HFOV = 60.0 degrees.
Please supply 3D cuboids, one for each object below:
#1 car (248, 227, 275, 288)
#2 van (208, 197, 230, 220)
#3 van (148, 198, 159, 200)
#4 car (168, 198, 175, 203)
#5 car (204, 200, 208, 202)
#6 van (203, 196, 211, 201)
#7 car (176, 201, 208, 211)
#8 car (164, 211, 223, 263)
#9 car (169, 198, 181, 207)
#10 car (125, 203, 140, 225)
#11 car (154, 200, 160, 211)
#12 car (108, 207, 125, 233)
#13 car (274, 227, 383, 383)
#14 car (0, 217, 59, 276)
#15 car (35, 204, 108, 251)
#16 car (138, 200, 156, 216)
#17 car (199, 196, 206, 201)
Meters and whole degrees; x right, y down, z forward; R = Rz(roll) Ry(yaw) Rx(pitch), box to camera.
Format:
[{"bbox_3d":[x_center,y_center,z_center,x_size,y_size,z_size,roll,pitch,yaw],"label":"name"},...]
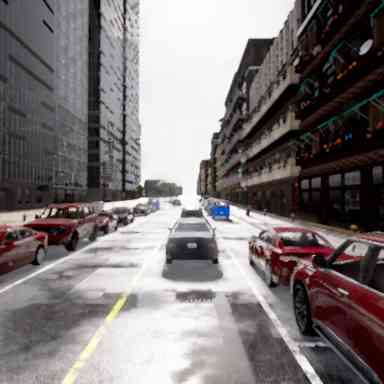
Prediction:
[{"bbox_3d":[2.699,1.643,9.404,1.887,1.381,4.507,1,-1,0],"label":"car"},{"bbox_3d":[2.704,1.664,31.990,1.690,1.788,3.998,1,-1,0],"label":"van"},{"bbox_3d":[-5.675,1.826,48.905,1.690,1.788,3.998,1,-1,0],"label":"van"},{"bbox_3d":[-5.672,2.399,93.900,1.752,1.417,4.829,1,0,0],"label":"car"},{"bbox_3d":[2.702,1.928,37.636,2.008,1.369,4.403,1,-1,0],"label":"car"},{"bbox_3d":[2.705,1.773,43.283,1.690,1.788,3.998,1,-1,0],"label":"van"},{"bbox_3d":[0.026,1.782,28.500,2.128,1.511,4.902,0,0,1],"label":"car"},{"bbox_3d":[0.012,1.678,12.543,2.033,1.411,5.357,0,-1,0],"label":"car"},{"bbox_3d":[-3.010,2.136,65.373,1.837,1.490,4.892,0,0,0],"label":"car"},{"bbox_3d":[-5.680,1.834,26.320,1.947,1.339,4.313,1,-1,0],"label":"car"},{"bbox_3d":[-5.678,2.014,43.257,1.802,1.307,4.206,1,-1,0],"label":"car"},{"bbox_3d":[-5.681,1.794,20.672,1.802,1.307,4.206,1,-1,0],"label":"car"},{"bbox_3d":[2.701,1.356,3.758,2.192,1.841,5.009,1,-1,0],"label":"car"},{"bbox_3d":[-5.681,1.644,9.382,1.887,1.381,4.507,1,-1,0],"label":"car"},{"bbox_3d":[-5.678,1.471,15.030,2.192,1.841,5.009,1,-1,0],"label":"car"},{"bbox_3d":[-5.678,1.928,37.611,2.008,1.369,4.403,1,-1,0],"label":"car"},{"bbox_3d":[3.007,1.870,66.815,2.150,2.045,5.566,0,0,0],"label":"car"}]
